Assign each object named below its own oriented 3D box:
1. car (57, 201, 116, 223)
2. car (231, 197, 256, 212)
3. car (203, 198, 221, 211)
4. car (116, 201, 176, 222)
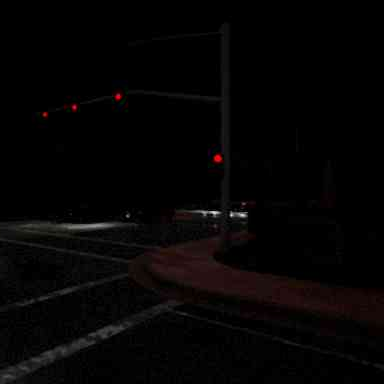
[{"bbox_3d":[-8.007,1.496,25.958,1.882,1.535,5.008,0,0,36],"label":"car"},{"bbox_3d":[6.296,1.374,39.830,2.097,1.767,4.553,0,0,35],"label":"car"},{"bbox_3d":[3.174,1.545,41.487,1.812,1.442,4.674,0,0,36],"label":"car"},{"bbox_3d":[-3.303,1.506,26.523,2.128,1.511,4.902,0,0,36],"label":"car"}]
